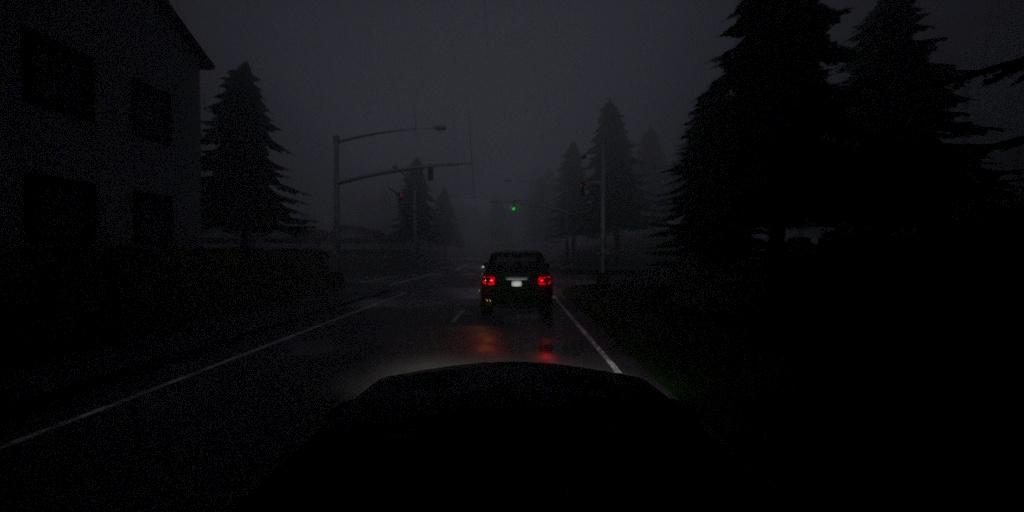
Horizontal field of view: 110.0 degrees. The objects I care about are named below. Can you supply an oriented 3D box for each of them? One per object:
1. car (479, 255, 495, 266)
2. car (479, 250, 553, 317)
[{"bbox_3d":[-3.582,0.587,51.351,1.812,1.442,4.674,0,1,-10],"label":"car"},{"bbox_3d":[0.160,0.821,12.509,2.150,2.045,5.566,0,1,1],"label":"car"}]
